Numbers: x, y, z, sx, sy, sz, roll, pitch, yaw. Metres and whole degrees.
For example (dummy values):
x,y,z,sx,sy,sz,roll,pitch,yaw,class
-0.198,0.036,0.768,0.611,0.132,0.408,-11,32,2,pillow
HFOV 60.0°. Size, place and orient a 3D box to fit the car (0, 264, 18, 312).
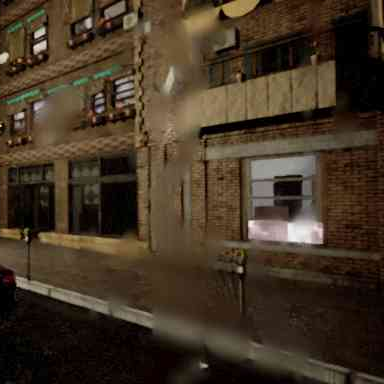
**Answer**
x,y,z,sx,sy,sz,roll,pitch,yaw,class
-4.991,1.619,6.441,4.206,1.307,1.802,0,-1,35,car
